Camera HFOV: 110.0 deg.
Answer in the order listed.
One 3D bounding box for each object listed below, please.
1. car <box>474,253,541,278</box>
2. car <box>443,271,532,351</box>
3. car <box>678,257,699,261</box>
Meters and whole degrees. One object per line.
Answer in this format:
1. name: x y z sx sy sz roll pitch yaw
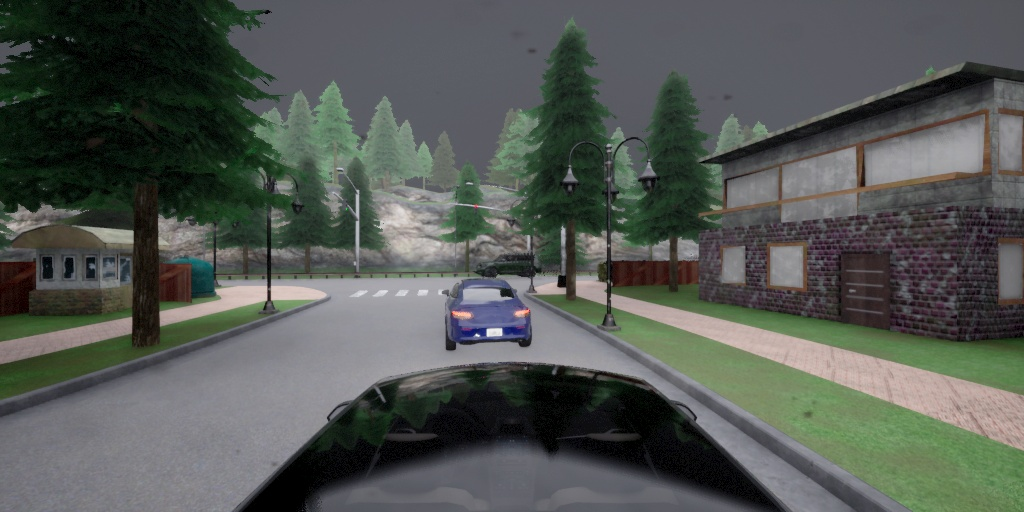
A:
1. car: -0.308 0.815 29.688 5.566 2.045 2.150 0 -1 -20
2. car: -0.756 1.276 9.025 1.812 1.442 4.674 0 0 -11
3. car: 16.239 0.944 33.590 4.553 1.767 2.097 0 0 -12
